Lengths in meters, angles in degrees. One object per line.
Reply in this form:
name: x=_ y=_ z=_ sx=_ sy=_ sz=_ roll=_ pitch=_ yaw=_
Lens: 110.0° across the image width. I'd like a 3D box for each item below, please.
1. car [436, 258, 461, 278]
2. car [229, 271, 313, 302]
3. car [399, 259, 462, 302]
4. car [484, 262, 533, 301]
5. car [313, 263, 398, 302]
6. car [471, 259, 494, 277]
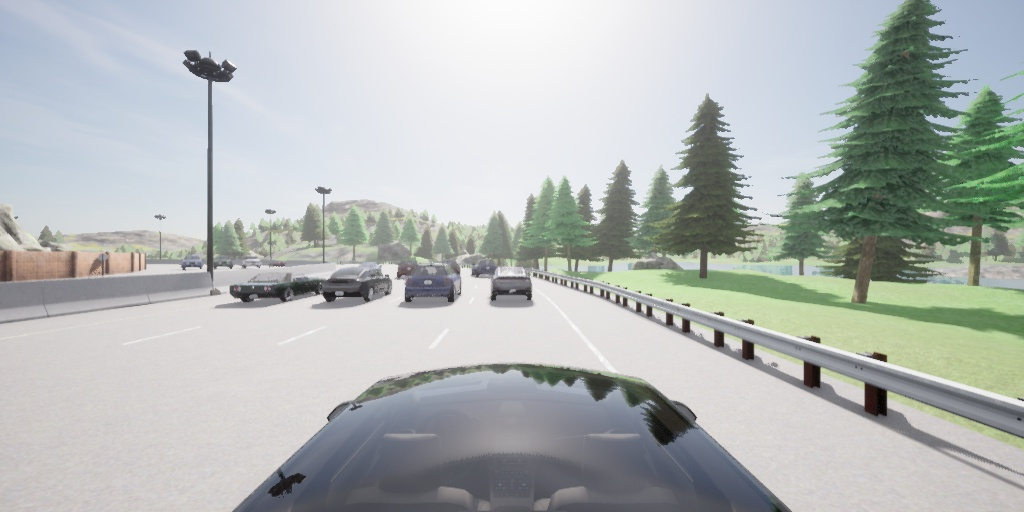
car: x=-6.130 y=1.113 z=34.285 sx=2.097 sy=1.767 sz=4.553 roll=0 pitch=0 yaw=-14
car: x=-10.584 y=1.363 z=16.768 sx=1.895 sy=1.301 sz=4.718 roll=0 pitch=0 yaw=-3
car: x=-3.588 y=1.113 z=17.027 sx=2.097 sy=1.767 sz=4.553 roll=0 pitch=0 yaw=-3
car: x=-0.093 y=1.242 z=17.217 sx=2.128 sy=1.511 sz=4.902 roll=0 pitch=0 yaw=-3
car: x=-7.086 y=1.263 z=16.898 sx=1.837 sy=1.490 sz=4.892 roll=0 pitch=0 yaw=-3
car: x=-2.736 y=1.114 z=35.142 sx=2.097 sy=1.767 sz=4.553 roll=0 pitch=0 yaw=-14
